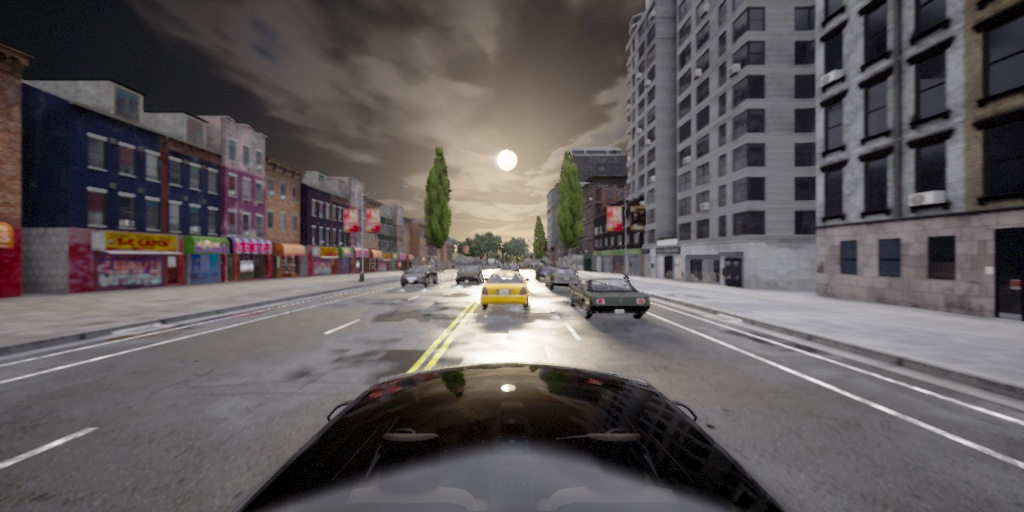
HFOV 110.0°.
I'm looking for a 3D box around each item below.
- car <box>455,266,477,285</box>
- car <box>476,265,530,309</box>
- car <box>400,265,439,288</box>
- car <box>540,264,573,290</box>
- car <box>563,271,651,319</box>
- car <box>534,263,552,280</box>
[{"bbox_3d":[-3.347,1.514,29.186,2.033,1.411,5.357,0,-1,0],"label":"car"},{"bbox_3d":[-0.209,1.272,15.185,1.801,1.575,5.366,0,-1,2],"label":"car"},{"bbox_3d":[-6.600,1.416,25.968,2.128,1.511,4.902,0,-1,0],"label":"car"},{"bbox_3d":[3.250,1.449,23.993,2.033,1.411,5.357,0,-1,0],"label":"car"},{"bbox_3d":[3.250,1.402,13.019,1.895,1.301,4.718,0,0,0],"label":"car"},{"bbox_3d":[3.249,1.485,34.998,2.033,1.649,4.856,0,-1,0],"label":"car"}]
